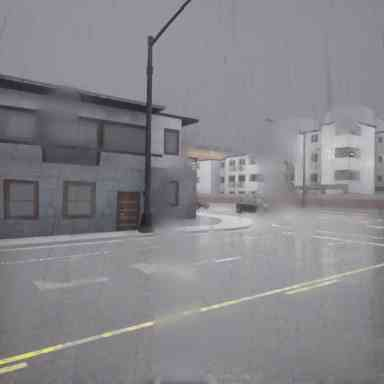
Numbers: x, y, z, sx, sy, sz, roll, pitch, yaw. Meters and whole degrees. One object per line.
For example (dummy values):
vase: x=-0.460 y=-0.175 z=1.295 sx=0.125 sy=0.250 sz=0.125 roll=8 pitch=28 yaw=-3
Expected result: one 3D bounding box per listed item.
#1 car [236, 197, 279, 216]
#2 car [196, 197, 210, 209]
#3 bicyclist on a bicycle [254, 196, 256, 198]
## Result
car: x=6.590 y=1.358 z=33.599 sx=2.097 sy=1.767 sz=4.553 roll=1 pitch=0 yaw=-38
car: x=0.027 y=1.286 z=40.927 sx=4.674 sy=1.442 sz=1.812 roll=2 pitch=0 yaw=41
bicyclist on a bicycle: x=9.058 y=1.338 z=47.874 sx=0.582 sy=1.620 sz=1.656 roll=2 pitch=0 yaw=44
